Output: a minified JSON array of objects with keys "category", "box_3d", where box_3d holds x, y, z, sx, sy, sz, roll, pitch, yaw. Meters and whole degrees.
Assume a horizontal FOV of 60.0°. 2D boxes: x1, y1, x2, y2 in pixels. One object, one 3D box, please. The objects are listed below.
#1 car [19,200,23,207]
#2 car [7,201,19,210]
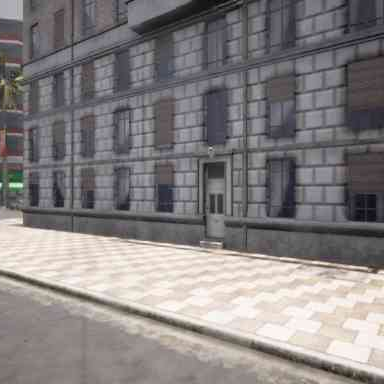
[{"category":"car","box_3d":[-17.725,1.526,40.103,1.812,1.442,4.674,0,0,36]},{"category":"car","box_3d":[-20.821,1.564,41.787,1.994,1.385,4.181,0,0,36]}]
